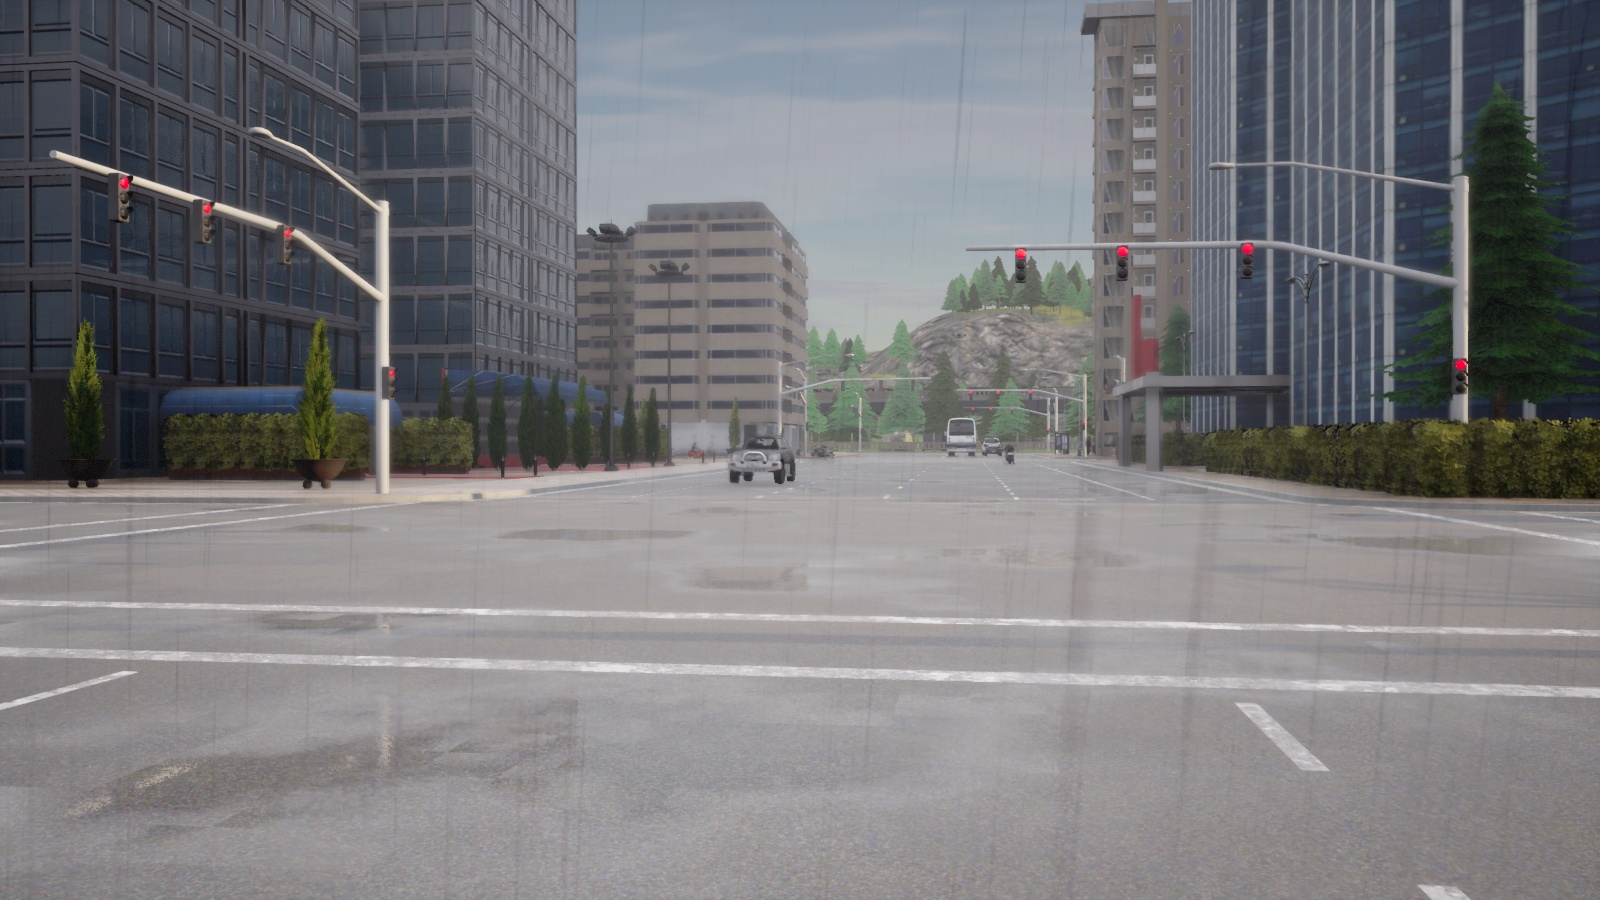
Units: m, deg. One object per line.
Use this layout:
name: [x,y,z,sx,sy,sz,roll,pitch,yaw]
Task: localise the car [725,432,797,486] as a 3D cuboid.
car: [-1.362,0.301,46.303,1.932,1.855,4.605,0,0,7]
